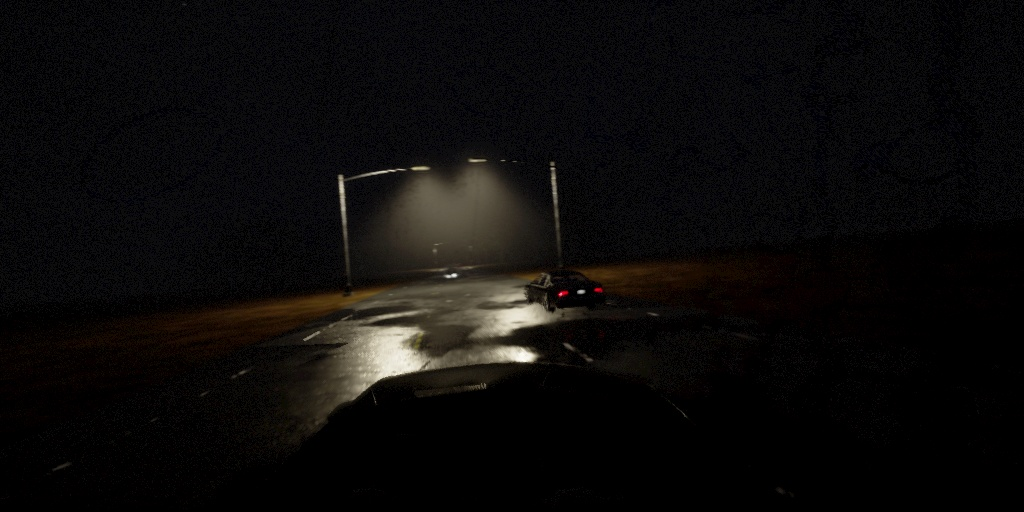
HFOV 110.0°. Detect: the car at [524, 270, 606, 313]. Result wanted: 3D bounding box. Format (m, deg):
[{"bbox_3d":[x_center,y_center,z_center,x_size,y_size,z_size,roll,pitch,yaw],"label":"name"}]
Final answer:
[{"bbox_3d":[1.834,1.281,14.154,2.033,1.411,5.357,-4,-1,-10],"label":"car"}]
